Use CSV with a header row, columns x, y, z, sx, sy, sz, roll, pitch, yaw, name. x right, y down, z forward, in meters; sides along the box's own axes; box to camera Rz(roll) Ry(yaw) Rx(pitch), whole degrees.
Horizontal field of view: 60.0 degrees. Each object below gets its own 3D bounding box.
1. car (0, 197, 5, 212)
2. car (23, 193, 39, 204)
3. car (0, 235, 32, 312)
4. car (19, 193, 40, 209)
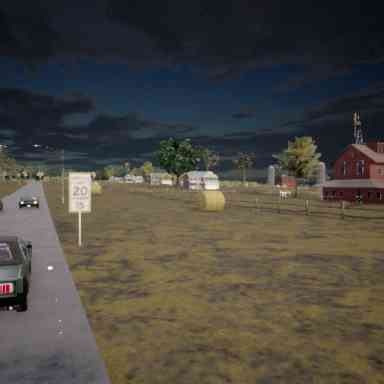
x,y,z,sx,sy,sz,roll,pitch,yaw,name
-17.308,1.100,28.506,2.128,1.511,4.902,0,1,-24,car
-21.499,0.815,44.561,1.895,1.301,4.718,0,1,-24,car
-4.507,1.592,7.191,1.895,1.301,4.718,0,0,-24,car
-17.321,1.056,35.509,1.895,1.301,4.718,0,1,-24,car
